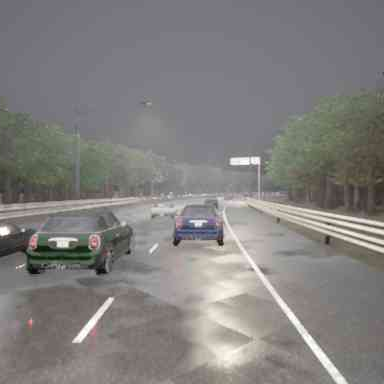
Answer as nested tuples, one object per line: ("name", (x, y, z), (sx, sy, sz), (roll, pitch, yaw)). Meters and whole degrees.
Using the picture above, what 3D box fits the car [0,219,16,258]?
("car", (-6.733, 1.522, 10.407), (2.033, 1.411, 5.357), (0, 0, 2))

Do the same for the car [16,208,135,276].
("car", (-3.206, 1.334, 10.513), (2.097, 1.767, 4.553), (0, 0, 1))

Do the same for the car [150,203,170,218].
("car", (-2.285, 1.568, 28.904), (1.895, 1.301, 4.718), (0, 0, 4))

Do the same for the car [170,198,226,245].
("car", (0.347, 1.337, 15.598), (2.097, 1.767, 4.553), (0, 0, 2))

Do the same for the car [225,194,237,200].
("car", (9.753, 1.396, 87.145), (2.128, 1.511, 4.902), (0, 0, 13))

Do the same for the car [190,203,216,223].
("car", (0.928, 1.578, 26.442), (1.895, 1.301, 4.718), (0, 0, 4))
